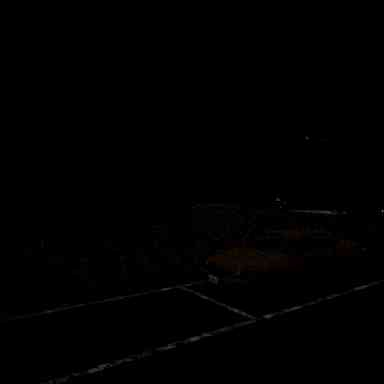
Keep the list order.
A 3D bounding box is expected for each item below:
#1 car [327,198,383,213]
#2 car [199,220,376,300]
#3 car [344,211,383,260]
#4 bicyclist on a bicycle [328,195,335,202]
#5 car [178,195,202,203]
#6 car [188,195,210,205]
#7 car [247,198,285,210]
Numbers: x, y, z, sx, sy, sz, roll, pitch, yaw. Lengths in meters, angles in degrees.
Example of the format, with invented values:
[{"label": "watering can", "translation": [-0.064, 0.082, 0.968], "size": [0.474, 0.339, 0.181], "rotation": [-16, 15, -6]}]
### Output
[{"label": "car", "translation": [14.788, 1.342, 30.247], "size": [2.128, 1.511, 4.902], "rotation": [1, 0, -34]}, {"label": "car", "translation": [2.432, 1.527, 8.389], "size": [4.829, 1.417, 1.752], "rotation": [0, 1, -35]}, {"label": "car", "translation": [7.196, 1.547, 11.688], "size": [4.507, 1.381, 1.887], "rotation": [0, 1, -35]}, {"label": "bicyclist on a bicycle", "translation": [16.404, 1.158, 38.940], "size": [1.656, 1.620, 0.582], "rotation": [0, 0, -34]}, {"label": "car", "translation": [-0.376, 1.196, 58.003], "size": [1.895, 1.301, 4.718], "rotation": [1, 0, -34]}, {"label": "car", "translation": [0.854, 1.189, 50.654], "size": [1.994, 1.385, 4.181], "rotation": [1, 0, -34]}, {"label": "car", "translation": [8.721, 1.354, 39.121], "size": [1.895, 1.301, 4.718], "rotation": [1, 0, -34]}]
